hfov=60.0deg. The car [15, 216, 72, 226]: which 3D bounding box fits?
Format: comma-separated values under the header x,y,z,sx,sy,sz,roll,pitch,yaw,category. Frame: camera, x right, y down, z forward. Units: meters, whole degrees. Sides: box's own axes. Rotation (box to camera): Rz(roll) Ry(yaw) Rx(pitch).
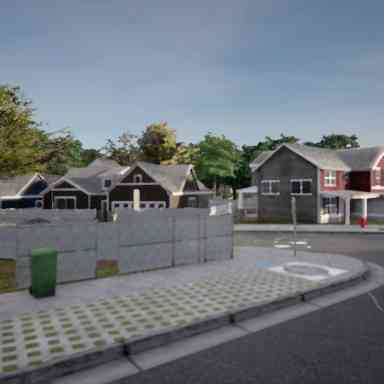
x,y,z,sx,sy,sz,roll,pitch,yaw,category
-9.191,2.328,21.634,4.892,1.490,1.837,-1,0,18,car
